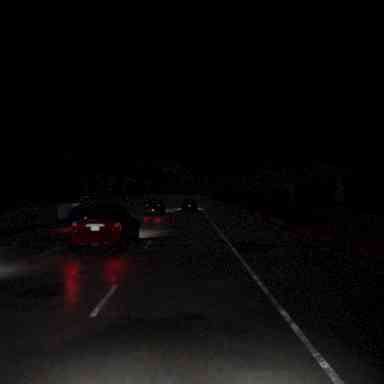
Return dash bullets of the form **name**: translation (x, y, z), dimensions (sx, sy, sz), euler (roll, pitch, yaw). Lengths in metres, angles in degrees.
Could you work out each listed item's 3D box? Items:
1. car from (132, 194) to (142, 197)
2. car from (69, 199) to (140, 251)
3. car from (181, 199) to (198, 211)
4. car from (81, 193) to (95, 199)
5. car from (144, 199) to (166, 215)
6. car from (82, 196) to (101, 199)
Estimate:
- **car**: translation (-14.964, 1.200, 90.836), dimensions (2.097, 1.767, 4.553), euler (0, 0, -1)
- **car**: translation (-3.552, 1.354, 14.265), dimensions (2.097, 1.767, 4.553), euler (0, 0, 0)
- **car**: translation (-0.322, 1.550, 40.431), dimensions (1.994, 1.385, 4.181), euler (0, 0, -1)
- **car**: translation (-18.165, 1.490, 60.886), dimensions (1.882, 1.535, 5.008), euler (0, 0, 0)
- **car**: translation (-3.755, 1.486, 34.141), dimensions (2.128, 1.511, 4.902), euler (0, 0, -1)
- **car**: translation (-14.597, 1.610, 50.150), dimensions (1.895, 1.301, 4.718), euler (0, 0, 0)
